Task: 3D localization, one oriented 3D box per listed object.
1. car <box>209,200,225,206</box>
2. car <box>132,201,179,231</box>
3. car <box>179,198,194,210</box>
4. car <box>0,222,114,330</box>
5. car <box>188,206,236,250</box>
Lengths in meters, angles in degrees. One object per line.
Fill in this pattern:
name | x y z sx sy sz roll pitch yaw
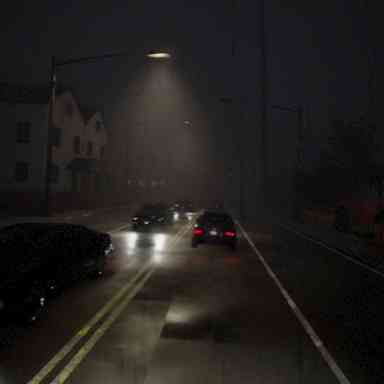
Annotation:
car | 2.867 1.703 39.077 2.033 1.411 5.357 3 0 4
car | -2.210 1.389 19.972 1.837 1.490 4.892 3 0 5
car | -0.756 1.472 38.015 1.837 1.490 4.892 3 0 5
car | -3.217 1.376 7.002 2.033 1.411 5.357 3 0 4
car | 1.001 1.598 14.913 2.033 1.411 5.357 3 0 4
